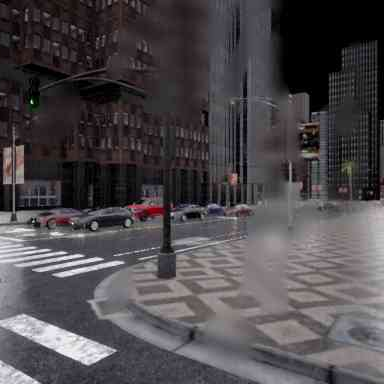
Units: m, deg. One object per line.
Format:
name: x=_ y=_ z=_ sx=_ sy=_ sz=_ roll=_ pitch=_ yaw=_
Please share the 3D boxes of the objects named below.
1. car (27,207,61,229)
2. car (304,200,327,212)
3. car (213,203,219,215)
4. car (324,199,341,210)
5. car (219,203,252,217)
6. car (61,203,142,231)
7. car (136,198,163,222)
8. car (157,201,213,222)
car: x=-9.271 y=1.787 z=23.497 sx=1.994 sy=1.385 sz=4.181 roll=0 pitch=-1 yaw=36
car: x=19.350 y=2.372 z=52.712 sx=2.033 sy=1.411 sz=5.357 roll=0 pitch=-1 yaw=35
car: x=1.948 y=2.033 z=39.521 sx=1.812 sy=1.442 sz=4.674 roll=0 pitch=-1 yaw=35
car: x=26.071 y=2.507 z=62.283 sx=1.837 sy=1.490 sz=4.892 roll=0 pitch=-1 yaw=35
car: x=5.379 y=2.057 z=38.735 sx=1.812 sy=1.442 sz=4.674 roll=0 pitch=-1 yaw=35
car: x=-5.982 y=1.748 z=22.542 sx=1.837 sy=1.490 sz=4.892 roll=0 pitch=-1 yaw=35
car: x=-3.983 y=1.578 z=31.056 sx=2.150 sy=2.045 sz=5.566 roll=0 pitch=-1 yaw=35
car: x=-0.508 y=1.873 z=30.352 sx=2.128 sy=1.511 sz=4.902 roll=0 pitch=-1 yaw=35
